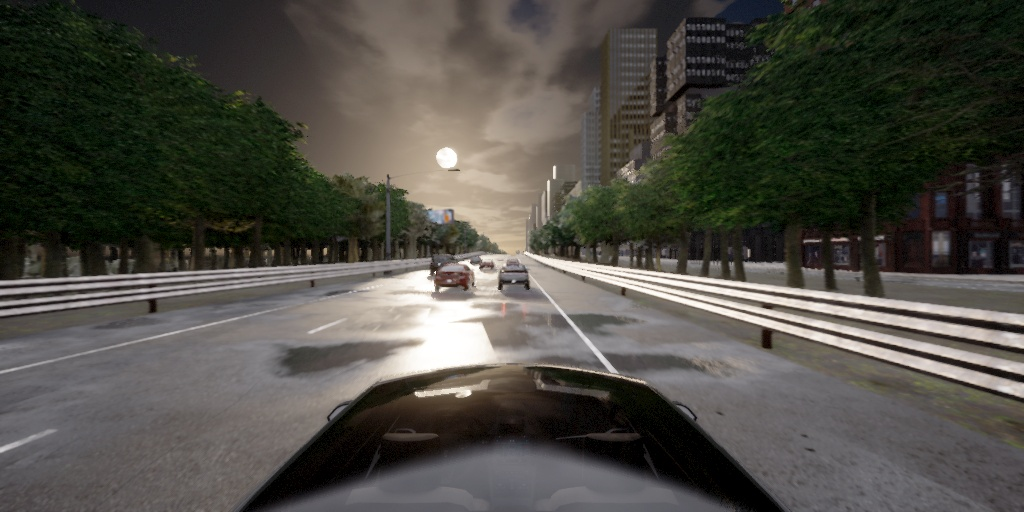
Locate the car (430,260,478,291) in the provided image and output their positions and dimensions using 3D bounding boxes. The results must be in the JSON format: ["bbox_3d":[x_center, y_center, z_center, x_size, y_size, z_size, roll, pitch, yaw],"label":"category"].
[{"bbox_3d":[-3.391,1.195,21.852,1.882,1.535,5.008,0,0,0],"label":"car"}]

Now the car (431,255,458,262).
[{"bbox_3d":[-6.881,0.871,36.700,2.150,2.045,5.566,0,0,0],"label":"car"}]

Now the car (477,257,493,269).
[{"bbox_3d":[-3.377,1.119,49.426,1.895,1.301,4.718,0,1,0],"label":"car"}]

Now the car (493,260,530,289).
[{"bbox_3d":[0.110,1.207,22.663,2.128,1.511,4.902,0,0,0],"label":"car"}]
